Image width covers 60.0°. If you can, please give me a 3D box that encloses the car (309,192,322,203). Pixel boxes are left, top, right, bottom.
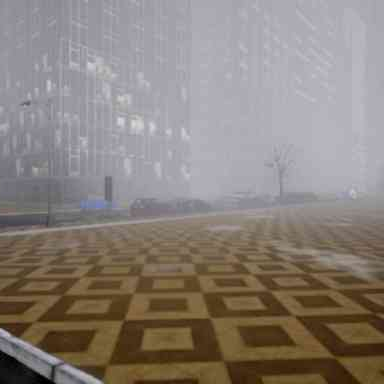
[{"bbox_3d":[18.954,0.836,54.739,2.192,1.841,5.009,1,1,41],"label":"car"}]

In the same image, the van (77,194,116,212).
[{"bbox_3d":[-9.867,1.101,34.610,1.690,1.788,3.998,1,1,41],"label":"van"}]

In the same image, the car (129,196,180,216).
[{"bbox_3d":[-3.379,1.236,28.931,1.967,1.590,4.097,1,1,41],"label":"car"}]

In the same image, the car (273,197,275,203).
[{"bbox_3d":[15.053,1.037,54.372,1.837,1.490,4.892,0,1,41],"label":"car"}]

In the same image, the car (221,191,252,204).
[{"bbox_3d":[7.219,0.810,49.996,2.150,2.045,5.566,0,0,42],"label":"car"}]

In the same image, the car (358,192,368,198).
[{"bbox_3d":[41.412,0.701,81.038,1.801,1.575,5.366,0,1,41],"label":"car"}]

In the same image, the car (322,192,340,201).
[{"bbox_3d":[26.540,0.953,63.447,1.752,1.417,4.829,1,1,41],"label":"car"}]

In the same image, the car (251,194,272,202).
[{"bbox_3d":[12.648,1.051,60.264,1.947,1.339,4.313,1,1,41],"label":"car"}]

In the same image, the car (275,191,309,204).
[{"bbox_3d":[15.217,0.881,50.451,2.192,1.841,5.009,1,1,41],"label":"car"}]

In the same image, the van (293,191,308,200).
[{"bbox_3d":[23.862,0.689,73.126,1.690,1.788,3.998,1,1,41],"label":"van"}]

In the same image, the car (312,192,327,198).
[{"bbox_3d":[31.337,0.824,81.708,1.947,1.339,4.313,1,1,41],"label":"car"}]

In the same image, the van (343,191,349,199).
[{"bbox_3d":[33.905,0.680,71.894,1.690,1.788,3.998,1,1,41],"label":"van"}]

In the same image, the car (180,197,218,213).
[{"bbox_3d":[0.316,1.316,33.258,1.947,1.339,4.313,1,1,41],"label":"car"}]

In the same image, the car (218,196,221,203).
[{"bbox_3d":[5.172,1.143,51.686,1.947,1.339,4.313,1,1,41],"label":"car"}]

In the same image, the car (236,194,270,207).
[{"bbox_3d":[7.740,1.240,41.877,1.802,1.307,4.206,1,1,41],"label":"car"}]

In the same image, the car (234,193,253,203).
[{"bbox_3d":[8.162,1.181,46.396,1.994,1.385,4.181,0,1,42],"label":"car"}]

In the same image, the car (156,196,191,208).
[{"bbox_3d":[-2.309,1.213,43.116,1.887,1.381,4.507,1,1,41],"label":"car"}]
